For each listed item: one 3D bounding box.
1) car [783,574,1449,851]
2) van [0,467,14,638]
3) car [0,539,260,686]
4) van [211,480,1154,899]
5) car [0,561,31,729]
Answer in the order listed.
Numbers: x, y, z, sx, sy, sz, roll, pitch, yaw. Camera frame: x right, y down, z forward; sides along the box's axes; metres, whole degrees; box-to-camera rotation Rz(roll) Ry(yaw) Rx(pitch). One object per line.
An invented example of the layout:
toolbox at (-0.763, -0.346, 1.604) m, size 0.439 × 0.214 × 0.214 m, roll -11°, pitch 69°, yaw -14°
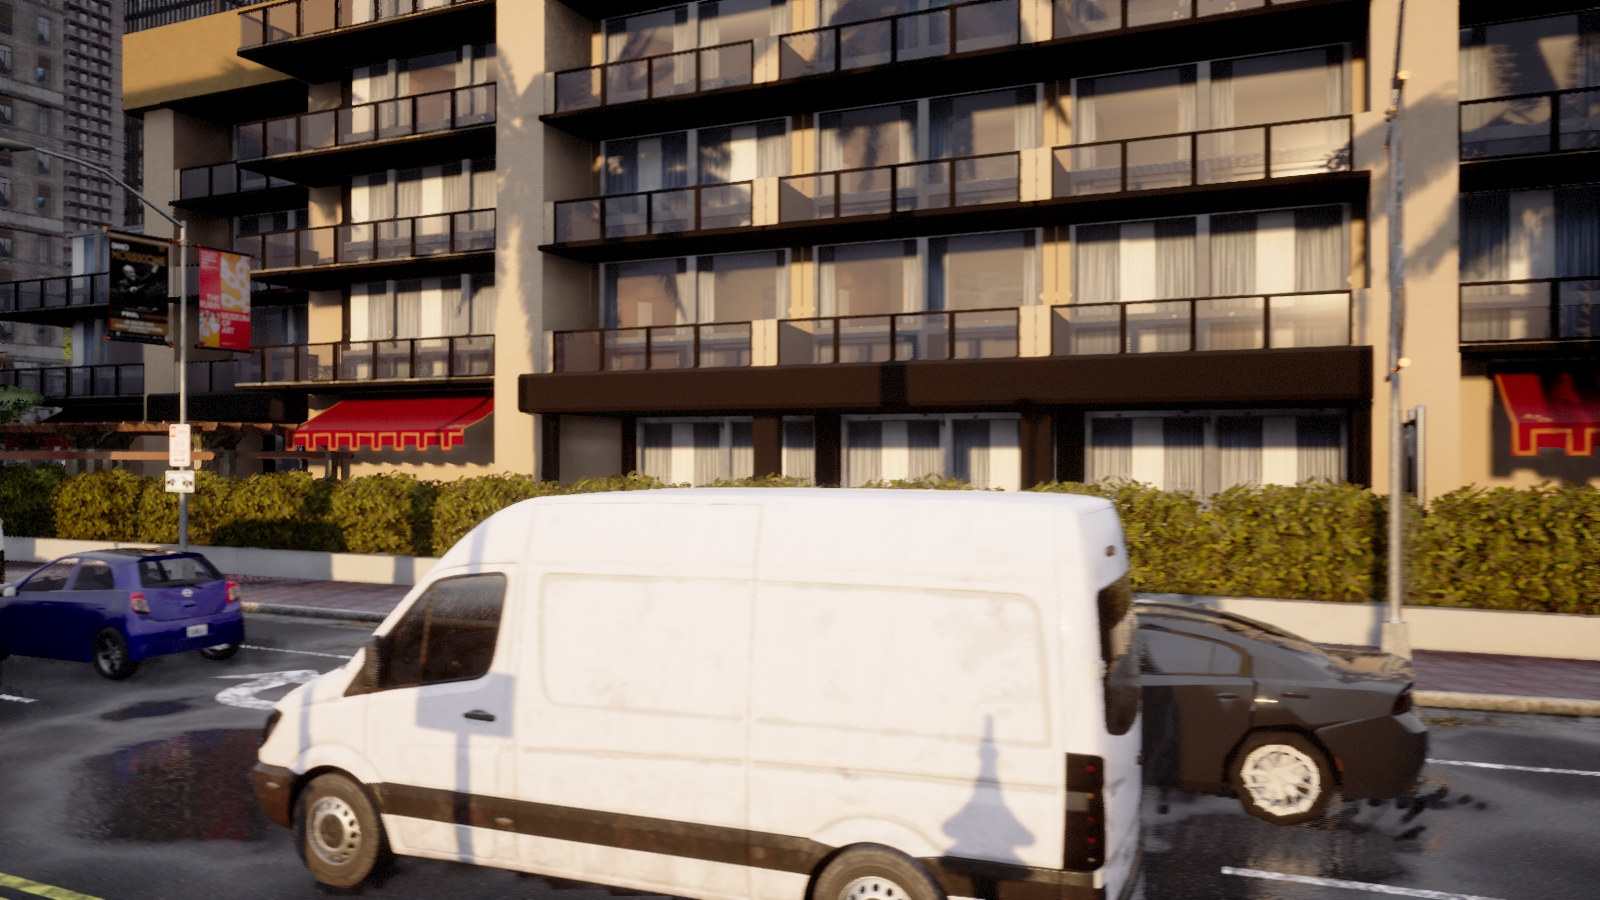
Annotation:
car at (2.565, 2.040, 9.859) m, size 5.006 × 1.535 × 2.097 m, roll 0°, pitch 0°, yaw 20°
van at (-15.081, 1.541, 17.749) m, size 5.915 × 2.561 × 1.988 m, roll 0°, pitch 0°, yaw 25°
car at (-9.196, 2.042, 15.052) m, size 3.633 × 1.501 × 1.845 m, roll 0°, pitch 0°, yaw 24°
van at (-0.845, 1.539, 7.511) m, size 5.915 × 2.561 × 1.988 m, roll 0°, pitch 0°, yaw 22°
car at (-10.682, 1.996, 11.877) m, size 5.027 × 1.651 × 2.152 m, roll 0°, pitch 0°, yaw 24°
